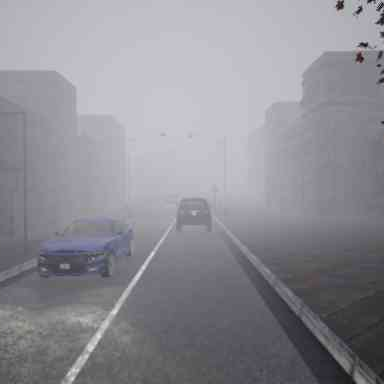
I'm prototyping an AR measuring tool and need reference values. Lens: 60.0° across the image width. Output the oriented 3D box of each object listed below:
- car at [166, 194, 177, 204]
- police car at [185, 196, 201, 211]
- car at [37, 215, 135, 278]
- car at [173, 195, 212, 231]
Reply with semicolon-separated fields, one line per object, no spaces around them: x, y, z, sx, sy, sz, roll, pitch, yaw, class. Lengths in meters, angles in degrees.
-3.013;1.005;51.753;2.033;1.411;5.357;0;4;0;car
0.155;1.377;41.794;1.930;1.638;5.238;0;2;0;police car
-3.085;1.551;10.586;1.882;1.535;5.008;0;0;0;car
0.125;1.374;21.939;2.150;2.045;5.566;0;0;0;car
